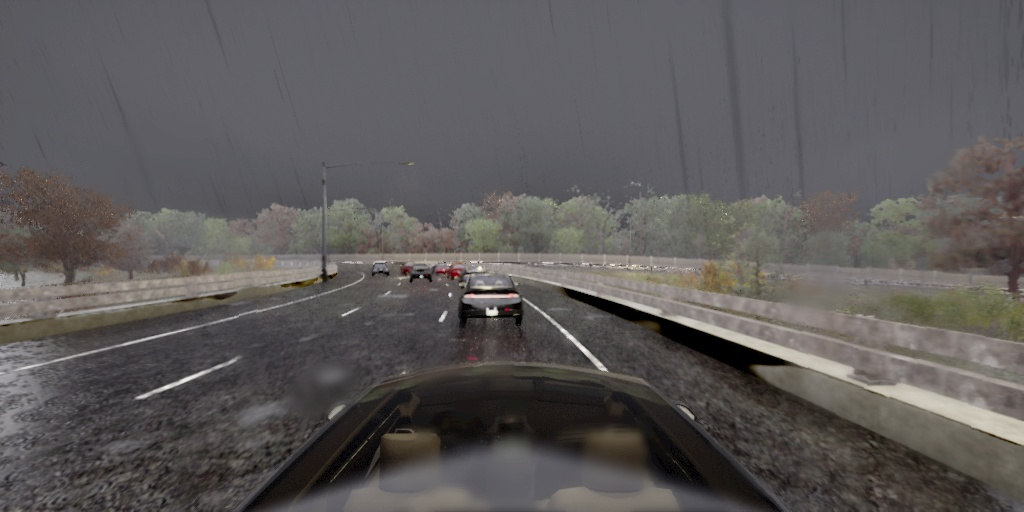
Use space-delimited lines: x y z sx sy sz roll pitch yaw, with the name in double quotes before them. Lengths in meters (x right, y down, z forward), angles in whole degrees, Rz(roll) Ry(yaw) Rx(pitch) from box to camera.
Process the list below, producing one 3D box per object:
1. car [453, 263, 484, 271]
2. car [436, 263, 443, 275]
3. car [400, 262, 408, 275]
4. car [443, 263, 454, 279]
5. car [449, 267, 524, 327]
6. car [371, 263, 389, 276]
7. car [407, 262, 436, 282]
"car" -2.466 1.363 23.209 2.128 1.511 4.902 0 0 -11
"car" -8.776 1.566 44.147 1.994 1.385 4.181 0 0 -23
"car" -12.609 1.489 44.206 1.882 1.535 5.008 0 0 -23
"car" -4.990 1.412 33.549 1.882 1.535 5.008 0 0 -16
"car" -0.744 1.297 11.862 2.128 1.511 4.902 0 0 -5
"car" -15.567 1.557 42.330 2.033 1.411 5.357 0 0 -23
"car" -8.033 1.437 31.563 1.837 1.490 4.892 0 0 -16
